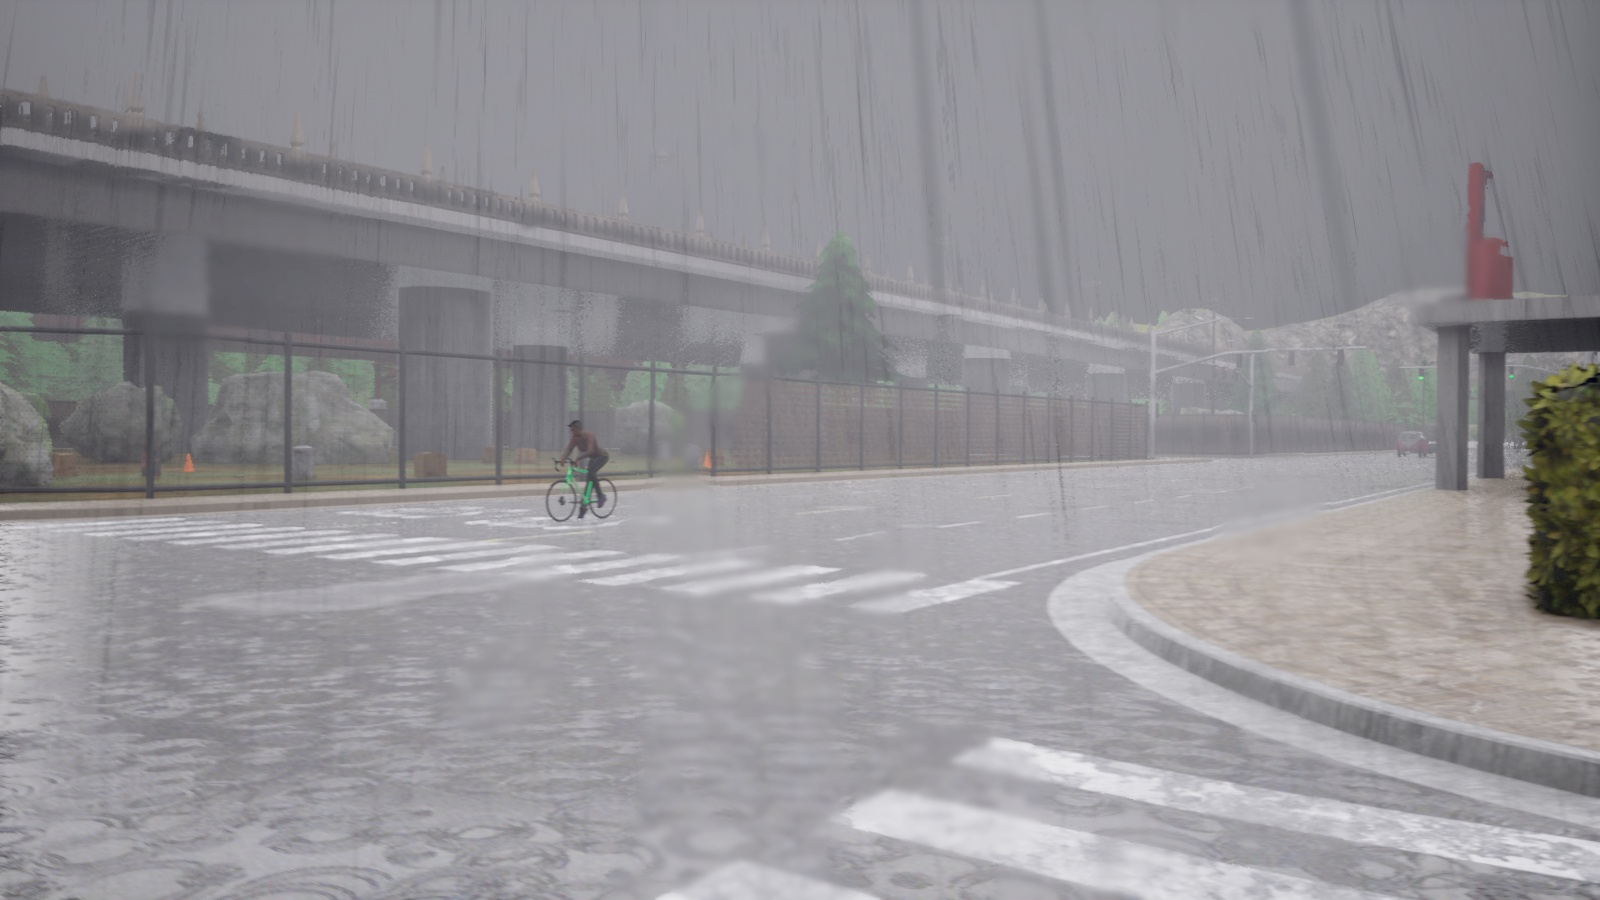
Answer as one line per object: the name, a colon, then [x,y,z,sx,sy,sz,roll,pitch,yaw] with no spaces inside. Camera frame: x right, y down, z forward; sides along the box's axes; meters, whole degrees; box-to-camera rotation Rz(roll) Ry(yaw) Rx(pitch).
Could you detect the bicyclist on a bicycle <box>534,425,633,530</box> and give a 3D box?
bicyclist on a bicycle: [-3.475,0.409,20.293,0.582,1.620,1.656,0,1,33]
